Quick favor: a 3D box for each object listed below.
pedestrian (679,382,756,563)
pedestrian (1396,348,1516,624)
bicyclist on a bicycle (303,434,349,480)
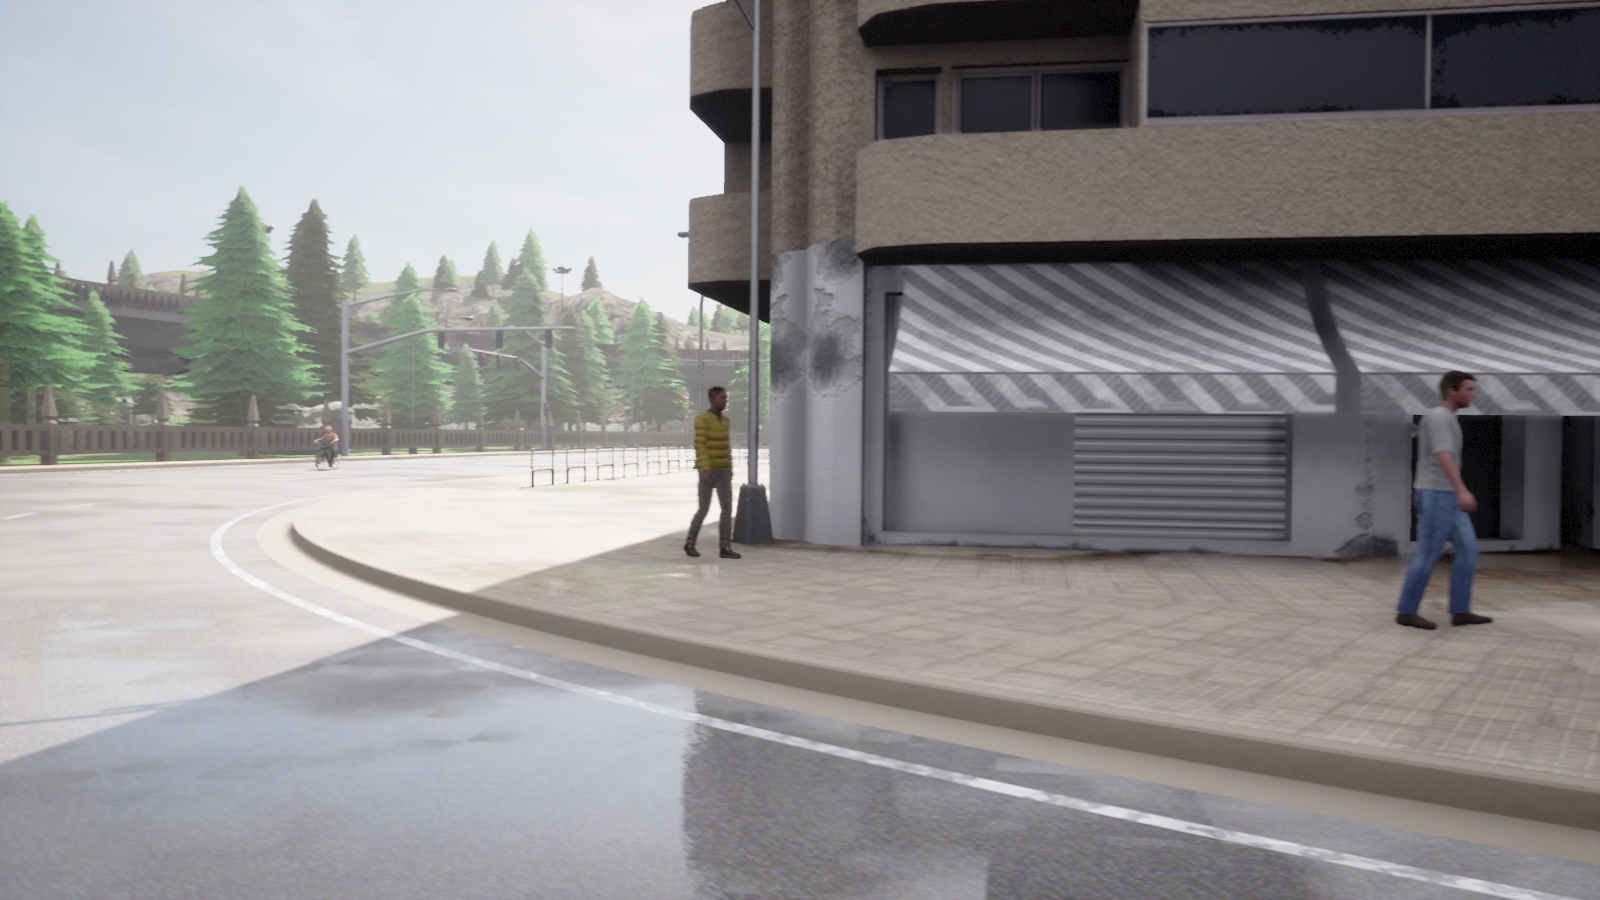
[{"bbox_3d":[-0.866,0.224,13.181,0.709,1.840,0.431,0,1,45],"label":"pedestrian"},{"bbox_3d":[4.549,0.238,8.709,0.706,1.836,0.354,0,1,34],"label":"pedestrian"},{"bbox_3d":[-17.107,0.239,45.337,0.866,1.612,1.509,0,1,10],"label":"bicyclist on a bicycle"}]
